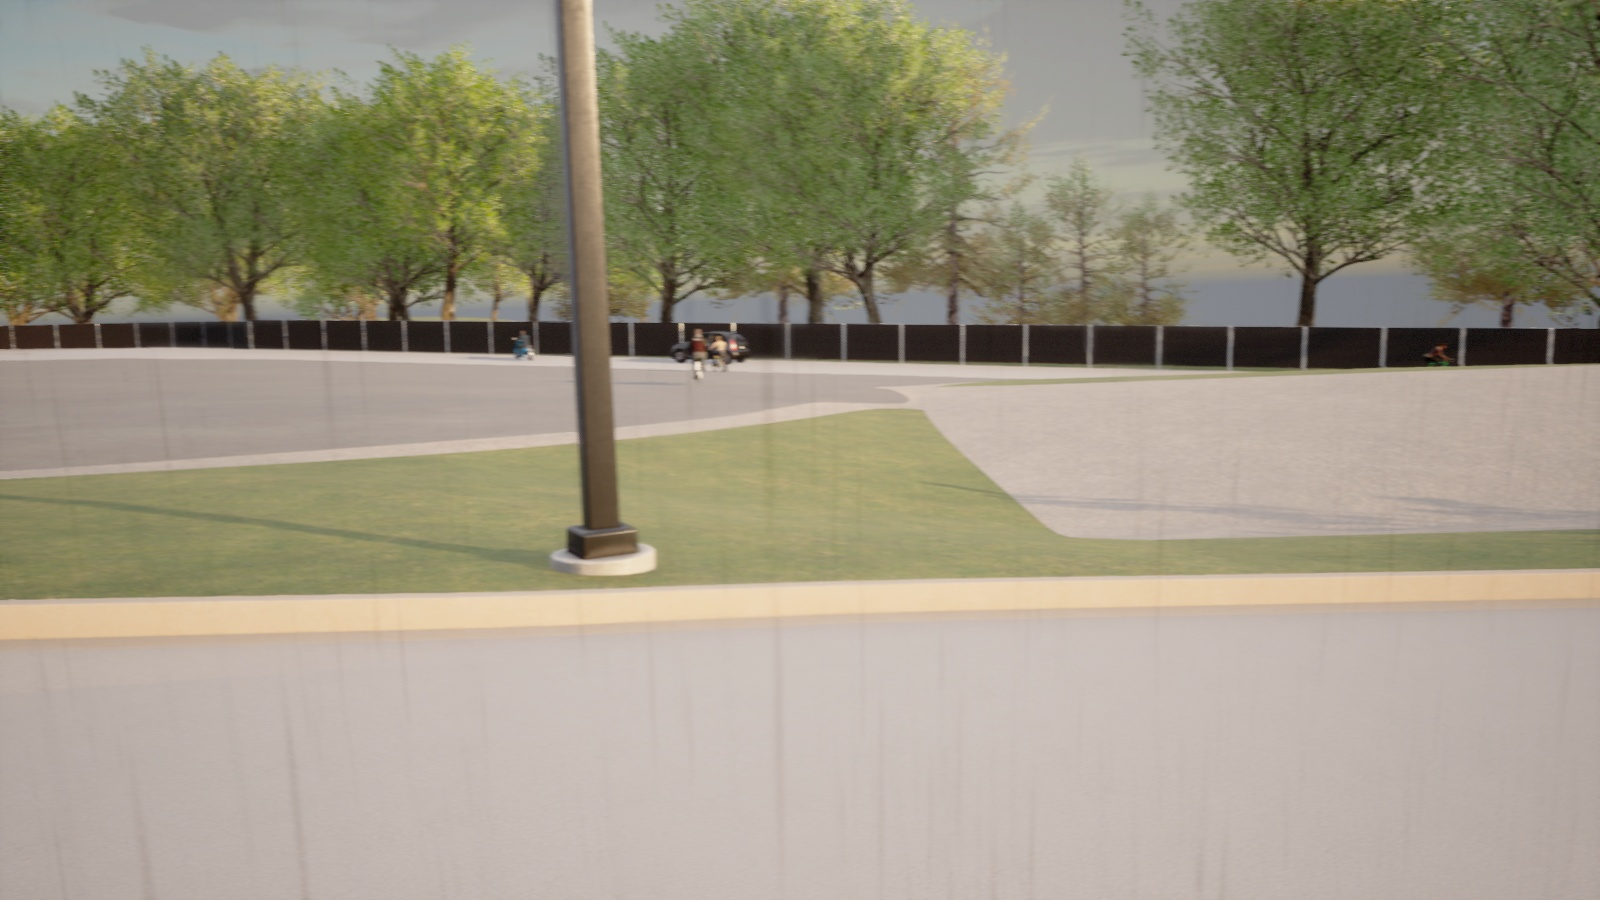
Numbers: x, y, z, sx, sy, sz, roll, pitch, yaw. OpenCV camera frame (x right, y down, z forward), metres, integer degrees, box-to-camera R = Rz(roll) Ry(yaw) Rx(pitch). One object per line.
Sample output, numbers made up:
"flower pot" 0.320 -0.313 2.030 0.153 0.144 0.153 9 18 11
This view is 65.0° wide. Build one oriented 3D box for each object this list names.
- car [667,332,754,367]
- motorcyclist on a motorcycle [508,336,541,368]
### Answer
"car" -4.551 -5.144 63.977 3.988 1.617 1.851 2 9 26
"motorcyclist on a motorcycle" -14.690 -5.213 66.918 0.866 1.590 1.817 -9 11 -41
